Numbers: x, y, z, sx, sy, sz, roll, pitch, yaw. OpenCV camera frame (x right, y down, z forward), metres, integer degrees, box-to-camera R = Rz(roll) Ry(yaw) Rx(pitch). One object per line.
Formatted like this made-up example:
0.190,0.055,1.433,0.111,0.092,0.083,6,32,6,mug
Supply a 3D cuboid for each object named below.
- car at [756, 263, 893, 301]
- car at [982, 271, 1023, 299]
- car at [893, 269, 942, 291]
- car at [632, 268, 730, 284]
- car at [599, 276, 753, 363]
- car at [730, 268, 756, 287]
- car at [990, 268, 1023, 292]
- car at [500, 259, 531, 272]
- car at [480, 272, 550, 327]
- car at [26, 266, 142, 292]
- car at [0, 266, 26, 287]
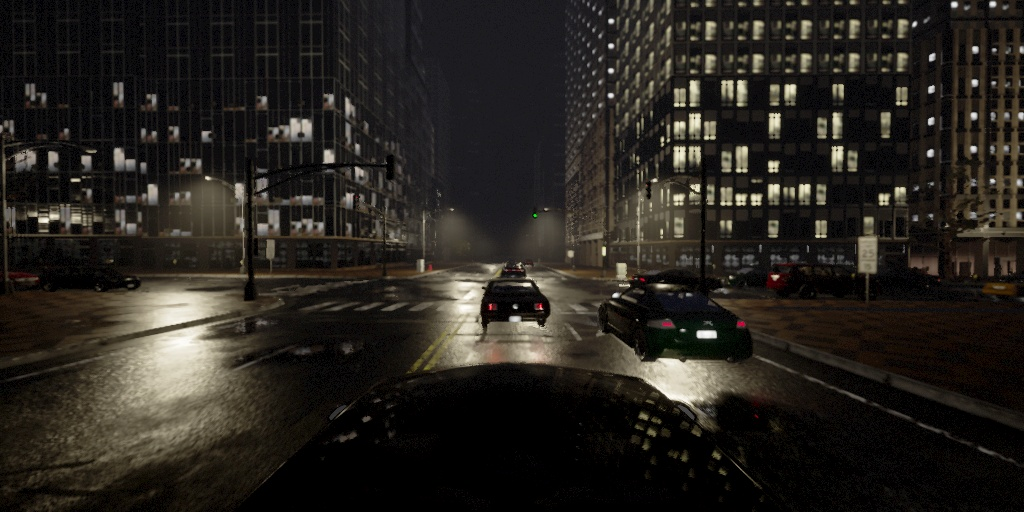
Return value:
16.202,1.316,18.824,5.009,1.841,2.192,0,0,1,car
27.650,1.626,18.621,4.829,1.417,1.751,0,0,1,car
25.736,1.552,24.431,5.357,1.411,2.033,1,1,1,car
10.032,1.451,22.004,5.357,1.411,2.033,0,1,-7,car
3.352,1.325,8.180,1.994,1.385,4.181,0,0,0,car
16.454,1.487,24.600,4.181,1.385,1.994,1,1,1,car
36.075,1.600,24.243,4.892,1.490,1.837,1,1,1,car
0.126,1.232,28.182,2.128,1.511,4.902,1,0,0,car
-0.050,1.368,11.632,1.895,1.301,4.718,0,0,-4,car
-22.722,1.219,19.373,4.313,1.339,1.948,0,0,1,car
-28.406,1.183,19.509,4.207,1.307,1.802,0,0,1,car
